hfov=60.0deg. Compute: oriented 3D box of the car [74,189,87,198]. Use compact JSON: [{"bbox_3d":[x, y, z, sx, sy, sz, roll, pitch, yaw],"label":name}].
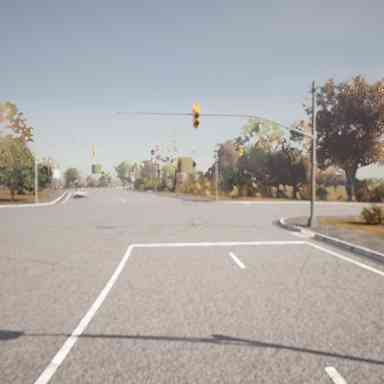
[{"bbox_3d":[-16.803,0.210,50.032,1.895,1.301,4.718,-1,2,-19],"label":"car"}]
